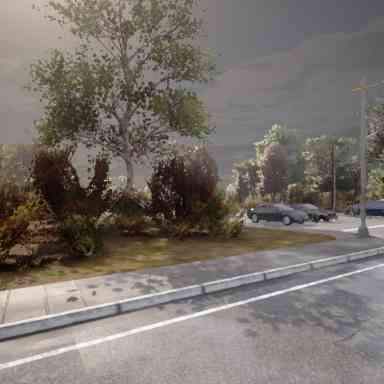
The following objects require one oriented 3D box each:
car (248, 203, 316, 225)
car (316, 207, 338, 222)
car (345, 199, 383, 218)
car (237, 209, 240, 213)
[{"bbox_3d":[6.343,1.596,24.846,1.837,1.490,4.892,0,-1,-39],"label":"car"},{"bbox_3d":[9.000,1.640,27.173,2.033,1.411,5.357,0,-1,-39],"label":"car"},{"bbox_3d":[16.139,1.418,29.714,2.097,1.767,4.553,0,-1,-39],"label":"car"},{"bbox_3d":[2.369,1.468,34.912,2.150,2.045,5.566,0,-1,-43],"label":"car"}]
